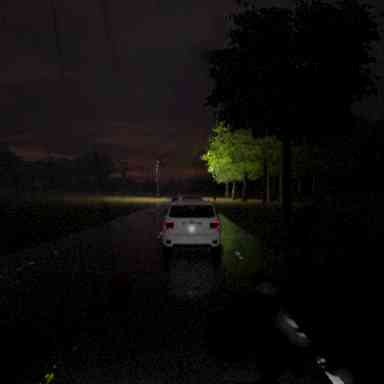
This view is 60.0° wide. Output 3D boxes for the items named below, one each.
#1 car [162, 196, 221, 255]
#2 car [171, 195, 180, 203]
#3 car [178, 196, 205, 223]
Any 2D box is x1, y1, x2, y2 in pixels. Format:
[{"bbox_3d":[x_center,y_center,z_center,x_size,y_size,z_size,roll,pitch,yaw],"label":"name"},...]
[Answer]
[{"bbox_3d":[-0.005,1.322,14.008,2.150,2.045,5.566,0,0,0],"label":"car"},{"bbox_3d":[-3.528,1.500,70.979,1.812,1.442,4.674,0,1,0],"label":"car"},{"bbox_3d":[-0.010,1.383,29.009,2.150,2.045,5.566,0,0,0],"label":"car"}]
